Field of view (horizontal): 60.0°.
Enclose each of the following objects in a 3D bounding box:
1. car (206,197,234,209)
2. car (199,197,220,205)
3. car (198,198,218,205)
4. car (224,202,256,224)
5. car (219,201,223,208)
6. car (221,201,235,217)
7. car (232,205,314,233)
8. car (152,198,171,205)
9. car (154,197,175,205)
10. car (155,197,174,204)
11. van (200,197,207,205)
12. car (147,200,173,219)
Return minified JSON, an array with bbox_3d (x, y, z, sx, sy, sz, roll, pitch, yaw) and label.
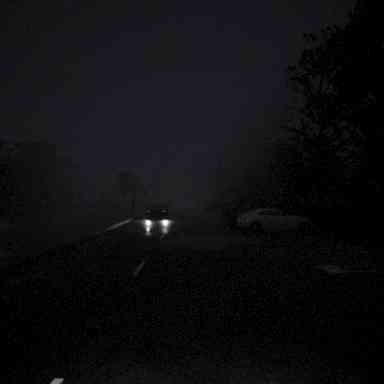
[{"bbox_3d":[5.103,1.882,54.529,4.553,1.767,2.185,0,-1,0],"label":"car"},{"bbox_3d":[4.743,2.474,89.663,5.566,2.045,2.435,0,-2,-1],"label":"car"},{"bbox_3d":[4.669,2.687,95.121,5.566,2.045,2.435,0,-2,-1],"label":"car"},{"bbox_3d":[5.085,1.709,23.644,5.008,1.535,2.097,0,-1,0],"label":"car"},{"bbox_3d":[5.075,1.812,30.192,4.674,1.452,2.002,0,-1,0],"label":"car"},{"bbox_3d":[5.073,1.742,26.917,4.892,1.521,2.231,0,-1,0],"label":"car"},{"bbox_3d":[5.078,1.719,20.495,4.674,1.452,2.002,0,-1,0],"label":"car"},{"bbox_3d":[-7.396,2.350,81.946,4.553,1.767,2.185,0,-2,-1],"label":"car"},{"bbox_3d":[-7.489,2.529,91.174,5.566,2.045,2.435,0,-2,-1],"label":"car"},{"bbox_3d":[-7.586,2.394,79.024,5.366,1.575,1.946,0,-2,-1],"label":"car"},{"bbox_3d":[4.755,2.159,78.493,4.442,1.987,1.878,0,-2,-1],"label":"van"},{"bbox_3d":[-3.262,1.797,32.817,1.882,1.535,5.008,0,-1,0],"label":"car"}]
